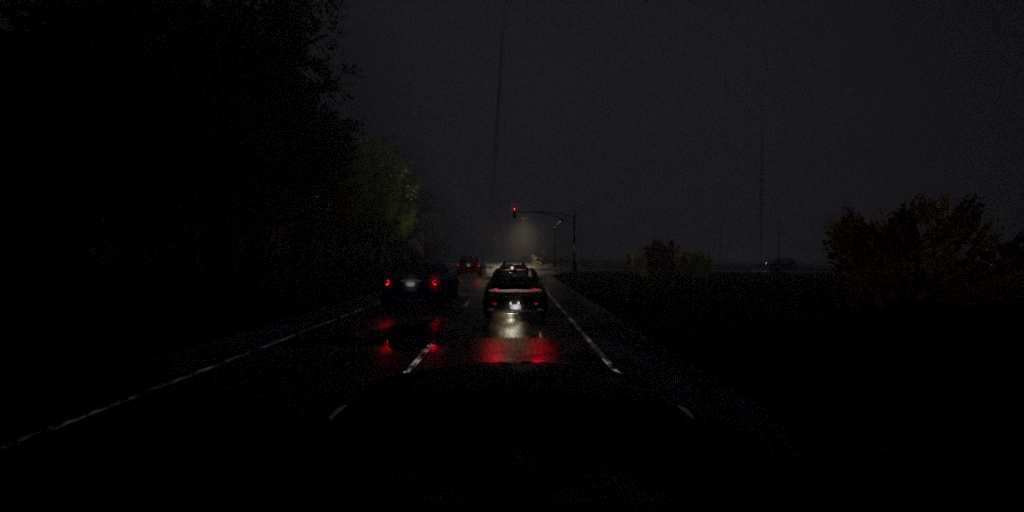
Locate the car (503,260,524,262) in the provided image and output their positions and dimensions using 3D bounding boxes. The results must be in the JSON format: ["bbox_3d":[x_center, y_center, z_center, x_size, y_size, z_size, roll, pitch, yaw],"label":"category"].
[{"bbox_3d":[0.100,0.984,22.945,2.128,1.511,4.902,0,1,0],"label":"car"}]

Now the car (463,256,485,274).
[{"bbox_3d":[-3.405,0.754,30.265,2.097,1.767,4.553,0,1,0],"label":"car"}]

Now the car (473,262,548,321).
[{"bbox_3d":[0.099,1.116,11.949,2.128,1.511,4.902,0,1,0],"label":"car"}]

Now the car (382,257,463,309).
[{"bbox_3d":[-3.403,0.951,14.156,2.097,1.767,4.553,0,1,0],"label":"car"}]

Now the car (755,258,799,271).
[{"bbox_3d":[33.430,0.982,45.421,4.553,1.767,2.097,1,0,0],"label":"car"}]
